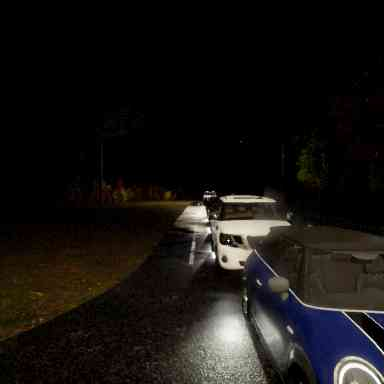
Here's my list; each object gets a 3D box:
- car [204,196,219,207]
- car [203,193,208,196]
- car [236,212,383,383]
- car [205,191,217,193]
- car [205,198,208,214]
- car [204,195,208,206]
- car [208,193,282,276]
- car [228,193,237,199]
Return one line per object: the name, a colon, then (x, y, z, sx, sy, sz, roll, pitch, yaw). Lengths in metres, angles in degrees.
car: (2.761, 1.314, 47.975, 1.994, 1.385, 4.181, 0, 0, 3)
car: (2.558, 1.275, 41.567, 2.128, 1.511, 4.902, 0, 0, 2)
car: (1.941, 1.338, 4.126, 2.097, 1.767, 4.553, 0, 0, 0)
car: (2.964, 0.938, 54.408, 2.150, 2.045, 5.566, 0, 0, 3)
car: (2.062, 1.380, 23.060, 1.837, 1.490, 4.892, 0, 0, 2)
car: (2.224, 1.322, 29.313, 1.882, 1.535, 5.008, 0, 0, 2)
car: (1.745, 1.160, 10.473, 2.150, 2.045, 5.566, 0, 0, 1)
car: (10.786, 1.001, 89.125, 1.882, 1.535, 5.008, 0, 0, 1)
